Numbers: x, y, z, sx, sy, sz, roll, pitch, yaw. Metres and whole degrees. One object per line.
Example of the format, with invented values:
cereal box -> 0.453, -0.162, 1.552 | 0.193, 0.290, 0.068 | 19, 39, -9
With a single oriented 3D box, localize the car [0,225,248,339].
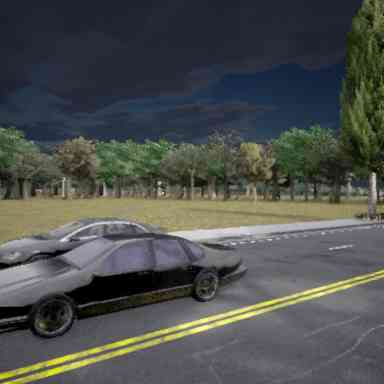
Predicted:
car -> -1.276, 1.566, 6.765 | 5.357, 1.411, 2.033 | 0, 0, -35

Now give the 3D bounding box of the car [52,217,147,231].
car -> -2.919, 1.512, 9.586 | 4.902, 1.511, 2.128 | 0, 0, -35
